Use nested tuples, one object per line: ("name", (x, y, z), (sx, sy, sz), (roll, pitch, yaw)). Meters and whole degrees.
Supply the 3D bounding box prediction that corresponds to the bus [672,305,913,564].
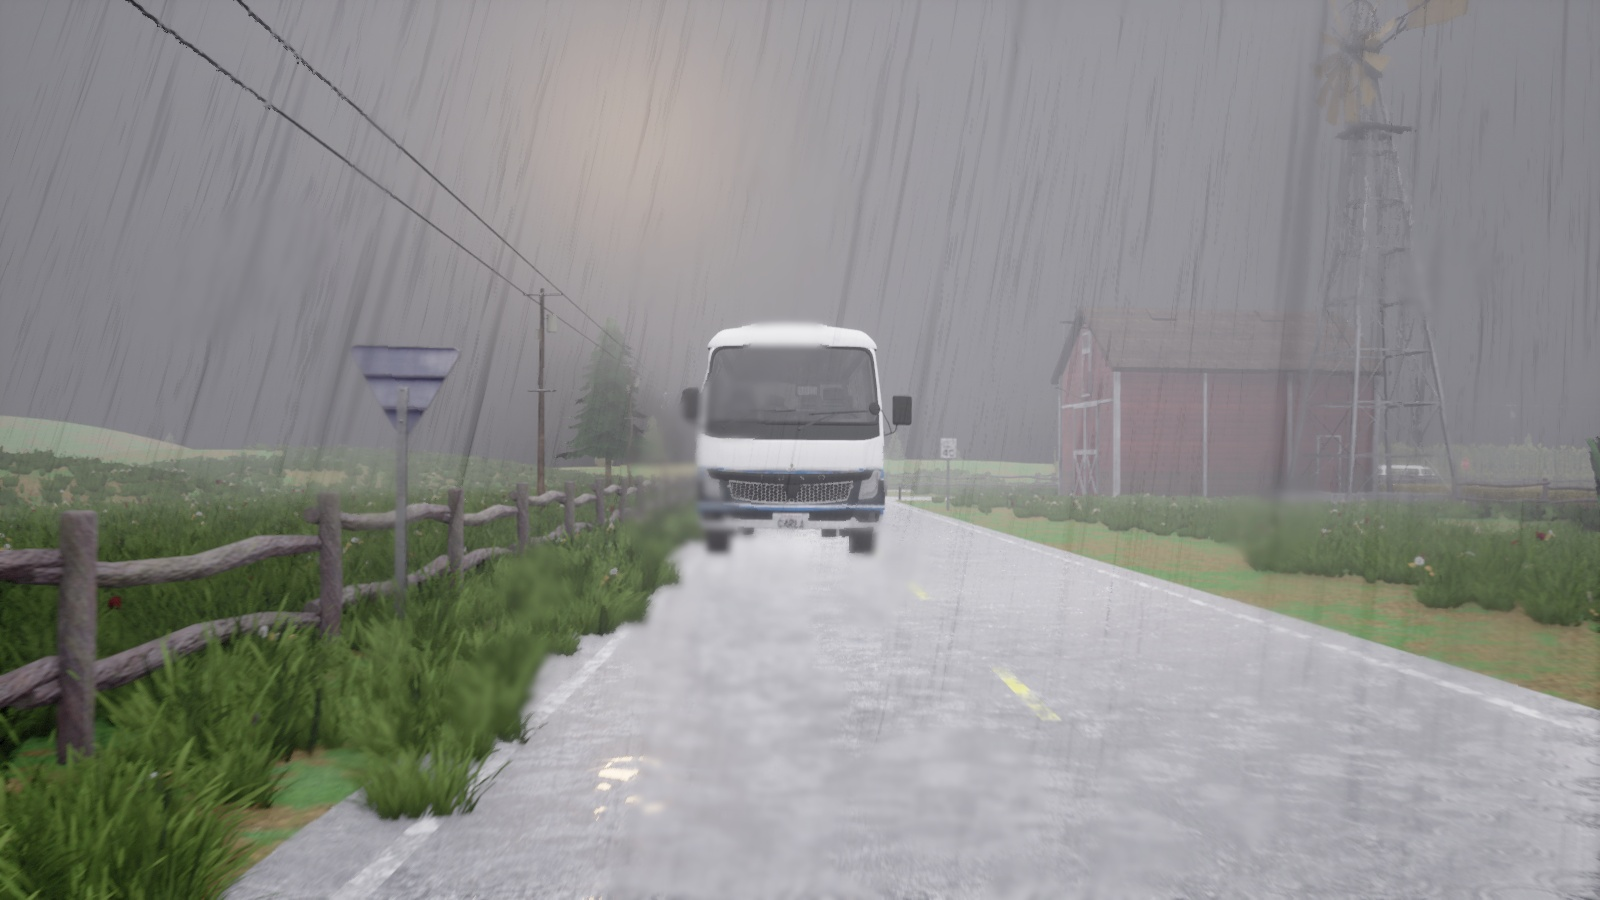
("bus", (-0.192, -0.187, 25.766), (3.944, 4.253, 10.273), (0, -1, -1))
